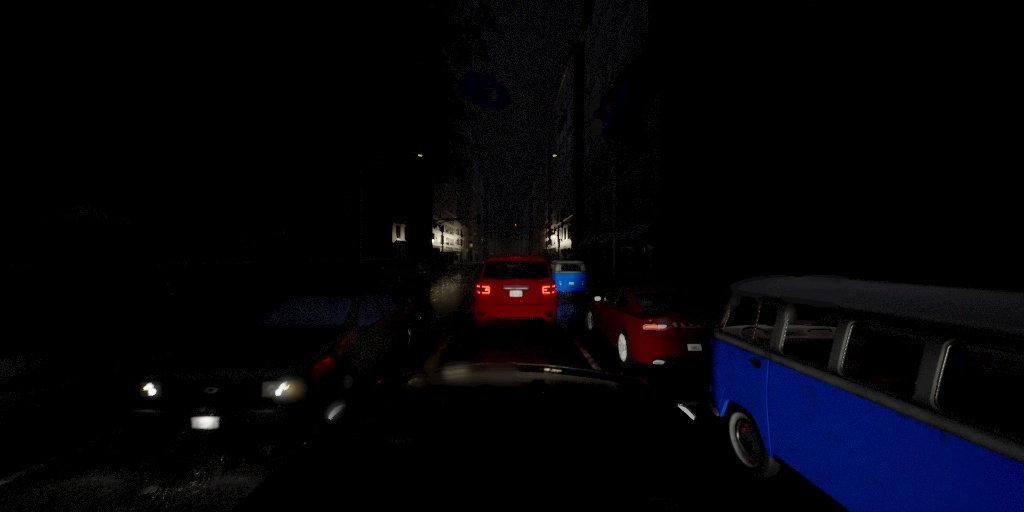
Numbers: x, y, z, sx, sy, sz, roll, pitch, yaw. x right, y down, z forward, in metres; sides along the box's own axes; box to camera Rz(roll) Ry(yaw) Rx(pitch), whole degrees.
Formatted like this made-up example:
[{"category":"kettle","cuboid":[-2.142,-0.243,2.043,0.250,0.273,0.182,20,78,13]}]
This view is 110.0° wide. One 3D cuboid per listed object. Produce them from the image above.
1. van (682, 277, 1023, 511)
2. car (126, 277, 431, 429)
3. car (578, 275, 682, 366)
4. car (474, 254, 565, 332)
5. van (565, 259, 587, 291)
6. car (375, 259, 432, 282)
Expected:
[{"category":"van","cuboid":[2.856,1.091,2.179,1.690,1.789,3.998,0,0,0]},{"category":"car","cuboid":[-3.096,1.297,6.282,2.033,1.411,5.357,0,0,0]},{"category":"car","cuboid":[2.863,1.294,7.840,1.888,1.381,4.507,0,0,0]},{"category":"car","cuboid":[0.111,0.970,11.061,2.150,2.045,5.566,0,0,0]},{"category":"van","cuboid":[2.876,1.086,19.161,1.690,1.789,3.998,0,0,0]},{"category":"car","cuboid":[-5.649,1.060,19.131,2.192,1.841,5.009,0,0,0]}]
